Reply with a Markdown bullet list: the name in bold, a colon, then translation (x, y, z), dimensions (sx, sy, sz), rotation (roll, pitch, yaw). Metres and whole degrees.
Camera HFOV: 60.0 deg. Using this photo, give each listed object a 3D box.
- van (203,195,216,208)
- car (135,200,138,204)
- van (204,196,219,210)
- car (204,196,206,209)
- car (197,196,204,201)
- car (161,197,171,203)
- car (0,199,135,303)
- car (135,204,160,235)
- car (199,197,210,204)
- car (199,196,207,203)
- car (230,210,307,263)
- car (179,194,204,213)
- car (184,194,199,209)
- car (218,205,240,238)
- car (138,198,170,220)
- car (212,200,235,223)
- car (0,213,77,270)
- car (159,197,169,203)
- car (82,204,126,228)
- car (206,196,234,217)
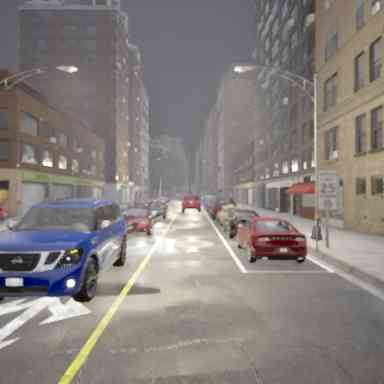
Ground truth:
- **van**: translation (2.577, 1.438, 50.419), dimensions (1.690, 1.788, 3.998), rotation (0, 0, 0)
- **car**: translation (-5.907, 1.619, 28.379), dimensions (1.802, 1.307, 4.206), rotation (0, 0, 0)
- **van**: translation (2.588, 1.420, 44.912), dimensions (1.690, 1.788, 3.998), rotation (0, 0, 0)
- **car**: translation (2.608, 1.488, 33.897), dimensions (1.967, 1.590, 4.097), rotation (0, 0, 0)
- **car**: translation (2.490, 1.850, 94.479), dimensions (1.947, 1.339, 4.313), rotation (0, 0, 0)
- **car**: translation (-6.003, 1.775, 77.955), dimensions (1.947, 1.339, 4.313), rotation (0, 0, 0)
- **car**: translation (-3.114, 1.229, 8.585), dimensions (2.150, 2.045, 5.566), rotation (0, 0, 0)
- **car**: translation (-3.127, 1.583, 18.641), dimensions (1.994, 1.385, 4.181), rotation (0, 0, -1)
- **car**: translation (2.544, 1.711, 66.942), dimensions (2.008, 1.369, 4.403), rotation (0, 0, 0)
- **car**: translation (2.522, 1.733, 78.127), dimensions (1.752, 1.417, 4.829), rotation (0, 0, 0)
- **car**: translation (2.651, 1.553, 11.868), dimensions (1.887, 1.381, 4.507), rotation (0, 0, 0)
- **car**: translation (-0.072, 1.282, 38.622), dimensions (2.150, 2.045, 5.566), rotation (0, 0, 0)
- **car**: translation (-0.093, 1.316, 49.356), dimensions (2.150, 2.045, 5.566), rotation (0, 0, 0)
- **car**: translation (2.640, 1.581, 17.375), dimensions (1.947, 1.339, 4.313), rotation (0, 0, 0)
- **car**: translation (-3.054, 1.529, 28.826), dimensions (2.128, 1.511, 4.902), rotation (0, 0, 0)
- **car**: translation (2.629, 1.550, 23.052), dimensions (1.752, 1.417, 4.829), rotation (0, 0, 0)
- **car**: translation (-5.874, 1.561, 11.855), dimensions (2.008, 1.369, 4.403), rotation (0, 0, 0)
- **car**: translation (-5.992, 1.767, 72.447), dimensions (1.802, 1.307, 4.206), rotation (0, 0, 0)
- **car**: translation (-5.896, 1.571, 22.871), dimensions (1.887, 1.381, 4.507), rotation (0, 0, 0)
- **car**: translation (2.620, 1.350, 28.390), dimensions (2.192, 1.841, 5.009), rotation (0, 0, 0)
